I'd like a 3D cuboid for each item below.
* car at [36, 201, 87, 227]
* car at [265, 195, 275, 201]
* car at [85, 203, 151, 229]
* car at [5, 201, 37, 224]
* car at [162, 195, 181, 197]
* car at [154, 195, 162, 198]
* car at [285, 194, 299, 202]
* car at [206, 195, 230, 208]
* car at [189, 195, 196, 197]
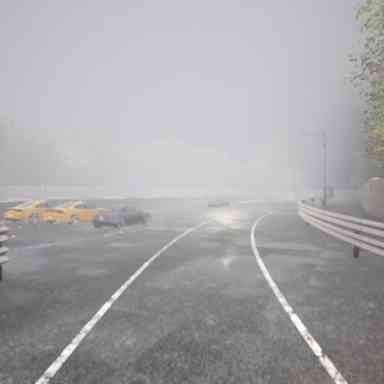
[{"bbox_3d":[-7.543,1.393,22.468,1.882,1.535,5.008,0,0,26],"label":"car"},{"bbox_3d":[20.192,1.410,85.858,1.882,1.535,5.008,0,0,27],"label":"car"},{"bbox_3d":[-4.342,1.501,21.013,1.994,1.385,4.181,1,0,26],"label":"car"},{"bbox_3d":[-10.726,1.401,23.928,1.882,1.535,5.008,0,0,26],"label":"car"},{"bbox_3d":[-3.589,1.438,69.621,1.882,1.535,5.008,0,0,27],"label":"car"},{"bbox_3d":[-6.719,1.468,71.187,1.837,1.490,4.892,0,0,27],"label":"car"},{"bbox_3d":[22.053,1.440,73.934,1.812,1.442,4.674,0,0,27],"label":"car"},{"bbox_3d":[3.684,1.483,45.048,1.994,1.385,4.181,0,0,27],"label":"car"},{"bbox_3d":[0.368,1.509,85.348,2.033,1.411,5.357,0,0,27],"label":"car"}]
